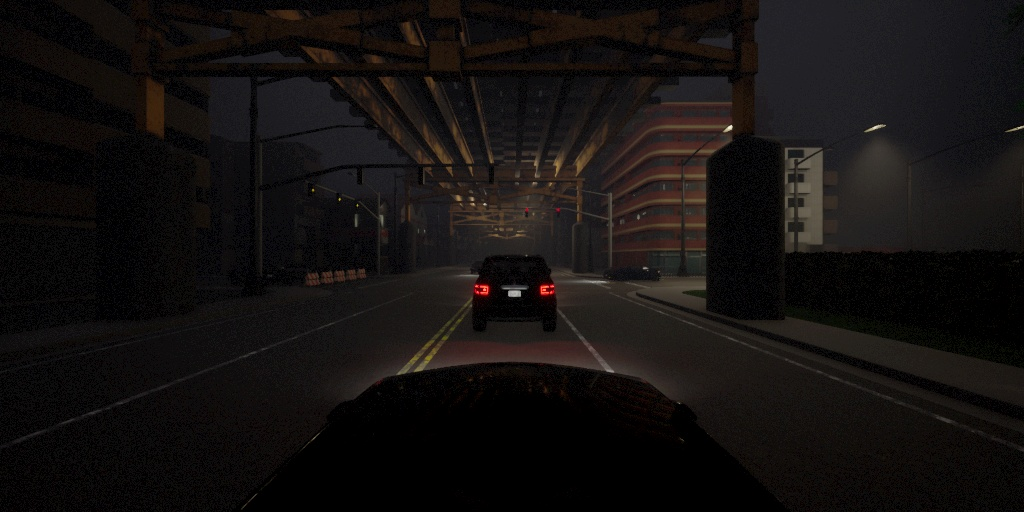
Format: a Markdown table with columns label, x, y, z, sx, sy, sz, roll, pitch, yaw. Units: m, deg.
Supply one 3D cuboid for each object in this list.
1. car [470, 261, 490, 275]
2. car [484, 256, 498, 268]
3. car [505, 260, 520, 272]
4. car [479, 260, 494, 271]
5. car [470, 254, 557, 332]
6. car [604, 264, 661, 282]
| label | x | y | z | sx | sy | sz | roll | pitch | yaw |
| --- | --- | --- | --- | --- | --- | --- | --- | --- | --- |
| car | -3.569 | 1.276 | 40.690 | 1.812 | 1.442 | 4.674 | 0 | 0 | 0 |
| car | -3.532 | 0.957 | 61.677 | 2.150 | 2.045 | 5.566 | 0 | 0 | 0 |
| car | 0.090 | 1.275 | 47.779 | 1.812 | 1.442 | 4.674 | 0 | 0 | 1 |
| car | -3.556 | 1.276 | 50.779 | 1.812 | 1.442 | 4.674 | 0 | 0 | 0 |
| car | 0.076 | 0.971 | 11.054 | 2.150 | 2.045 | 5.566 | 0 | 0 | 0 |
| car | 9.337 | 1.314 | 27.990 | 4.181 | 1.385 | 1.994 | 0 | 0 | -3 |
